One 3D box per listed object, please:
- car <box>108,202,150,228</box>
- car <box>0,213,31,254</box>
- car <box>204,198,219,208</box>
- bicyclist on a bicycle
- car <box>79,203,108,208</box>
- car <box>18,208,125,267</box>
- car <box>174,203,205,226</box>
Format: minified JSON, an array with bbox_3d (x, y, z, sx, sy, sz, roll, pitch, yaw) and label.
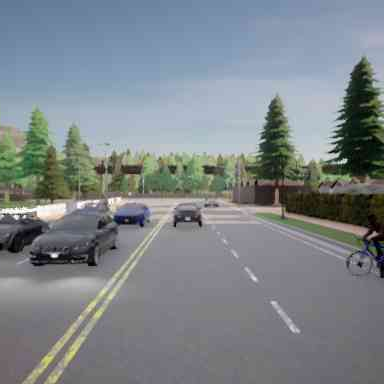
[{"bbox_3d":[-3.958,1.456,22.460,1.882,1.535,5.008,0,0,-1],"label":"car"},{"bbox_3d":[-7.318,1.552,13.344,1.994,1.385,4.181,0,0,-1],"label":"car"},{"bbox_3d":[2.699,1.554,47.713,1.895,1.301,4.718,0,0,-1],"label":"car"},{"bbox_3d":[4.835,1.409,8.643,1.656,1.620,0.582,0,0,-1],"label":"bicyclist on a bicycle"},{"bbox_3d":[-7.462,1.524,24.981,2.033,1.411,5.357,0,0,-1],"label":"car"},{"bbox_3d":[-3.787,1.495,11.485,1.837,1.490,4.892,0,0,-1],"label":"car"},{"bbox_3d":[-0.300,1.503,23.146,1.812,1.442,4.674,0,0,-1],"label":"car"}]
